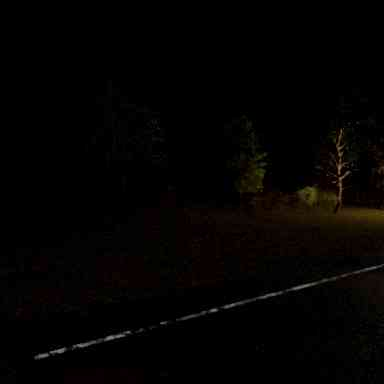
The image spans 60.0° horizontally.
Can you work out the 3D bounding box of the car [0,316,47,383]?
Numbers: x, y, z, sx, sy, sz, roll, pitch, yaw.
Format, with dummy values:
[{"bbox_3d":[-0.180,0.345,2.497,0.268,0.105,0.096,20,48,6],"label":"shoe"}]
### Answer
[{"bbox_3d":[-3.518,1.547,1.482,5.357,1.411,2.033,0,0,-36],"label":"car"}]
